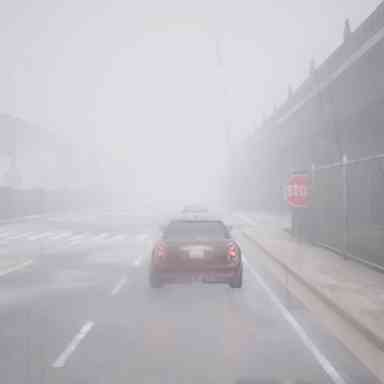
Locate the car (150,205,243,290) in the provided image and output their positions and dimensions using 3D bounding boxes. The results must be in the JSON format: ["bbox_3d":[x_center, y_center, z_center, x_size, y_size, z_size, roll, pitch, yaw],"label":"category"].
[{"bbox_3d":[0.102,1.369,9.327,2.097,1.767,4.553,0,0,0],"label":"car"}]

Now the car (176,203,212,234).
[{"bbox_3d":[0.246,1.514,20.381,1.882,1.535,5.008,0,0,4],"label":"car"}]
